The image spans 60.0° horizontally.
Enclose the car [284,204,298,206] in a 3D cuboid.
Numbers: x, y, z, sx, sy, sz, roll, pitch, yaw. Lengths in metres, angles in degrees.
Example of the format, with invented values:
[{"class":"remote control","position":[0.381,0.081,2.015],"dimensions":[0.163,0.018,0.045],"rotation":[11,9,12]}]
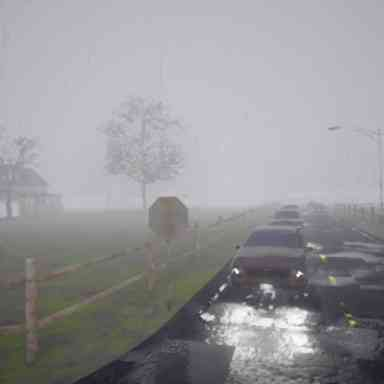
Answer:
[{"class":"car","position":[9.363,1.937,31.445],"dimensions":[1.837,1.490,4.892],"rotation":[-2,-1,18]}]

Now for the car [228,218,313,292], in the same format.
[{"class":"car","position":[2.495,1.729,9.842],"dimensions":[2.033,1.411,5.357],"rotation":[-2,-1,19]}]

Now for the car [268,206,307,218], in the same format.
[{"class":"car","position":[5.662,1.799,19.759],"dimensions":[1.837,1.490,4.892],"rotation":[-2,-1,18]}]

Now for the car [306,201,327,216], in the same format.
[{"class":"car","position":[14.755,2.007,38.935],"dimensions":[2.033,1.411,5.357],"rotation":[-2,-1,18]}]

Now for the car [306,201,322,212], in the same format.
[{"class":"car","position":[17.695,2.057,48.408],"dimensions":[1.882,1.535,5.008],"rotation":[-2,-1,17]}]
